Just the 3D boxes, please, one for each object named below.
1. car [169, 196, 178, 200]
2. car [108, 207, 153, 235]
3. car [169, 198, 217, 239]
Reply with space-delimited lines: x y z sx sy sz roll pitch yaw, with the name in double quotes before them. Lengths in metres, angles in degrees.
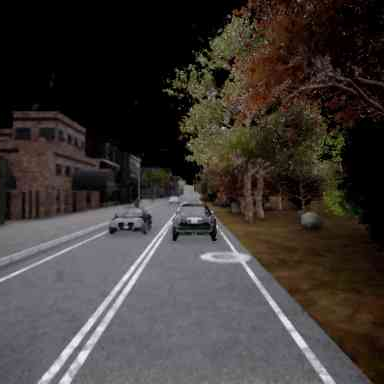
"car" -3.233 1.516 60.858 1.812 1.442 4.674 0 0 1
"car" -3.336 1.570 18.743 1.994 1.385 4.181 0 0 0
"car" 0.113 1.358 17.331 2.097 1.767 4.553 0 0 0
